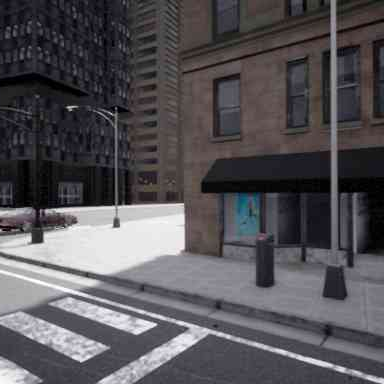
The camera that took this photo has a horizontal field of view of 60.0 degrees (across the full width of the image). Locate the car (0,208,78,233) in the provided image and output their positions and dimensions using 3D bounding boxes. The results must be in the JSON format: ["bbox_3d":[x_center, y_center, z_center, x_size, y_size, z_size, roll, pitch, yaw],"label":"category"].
[{"bbox_3d":[-9.570,1.660,20.484,2.033,1.411,5.357,0,-1,26],"label":"car"}]
